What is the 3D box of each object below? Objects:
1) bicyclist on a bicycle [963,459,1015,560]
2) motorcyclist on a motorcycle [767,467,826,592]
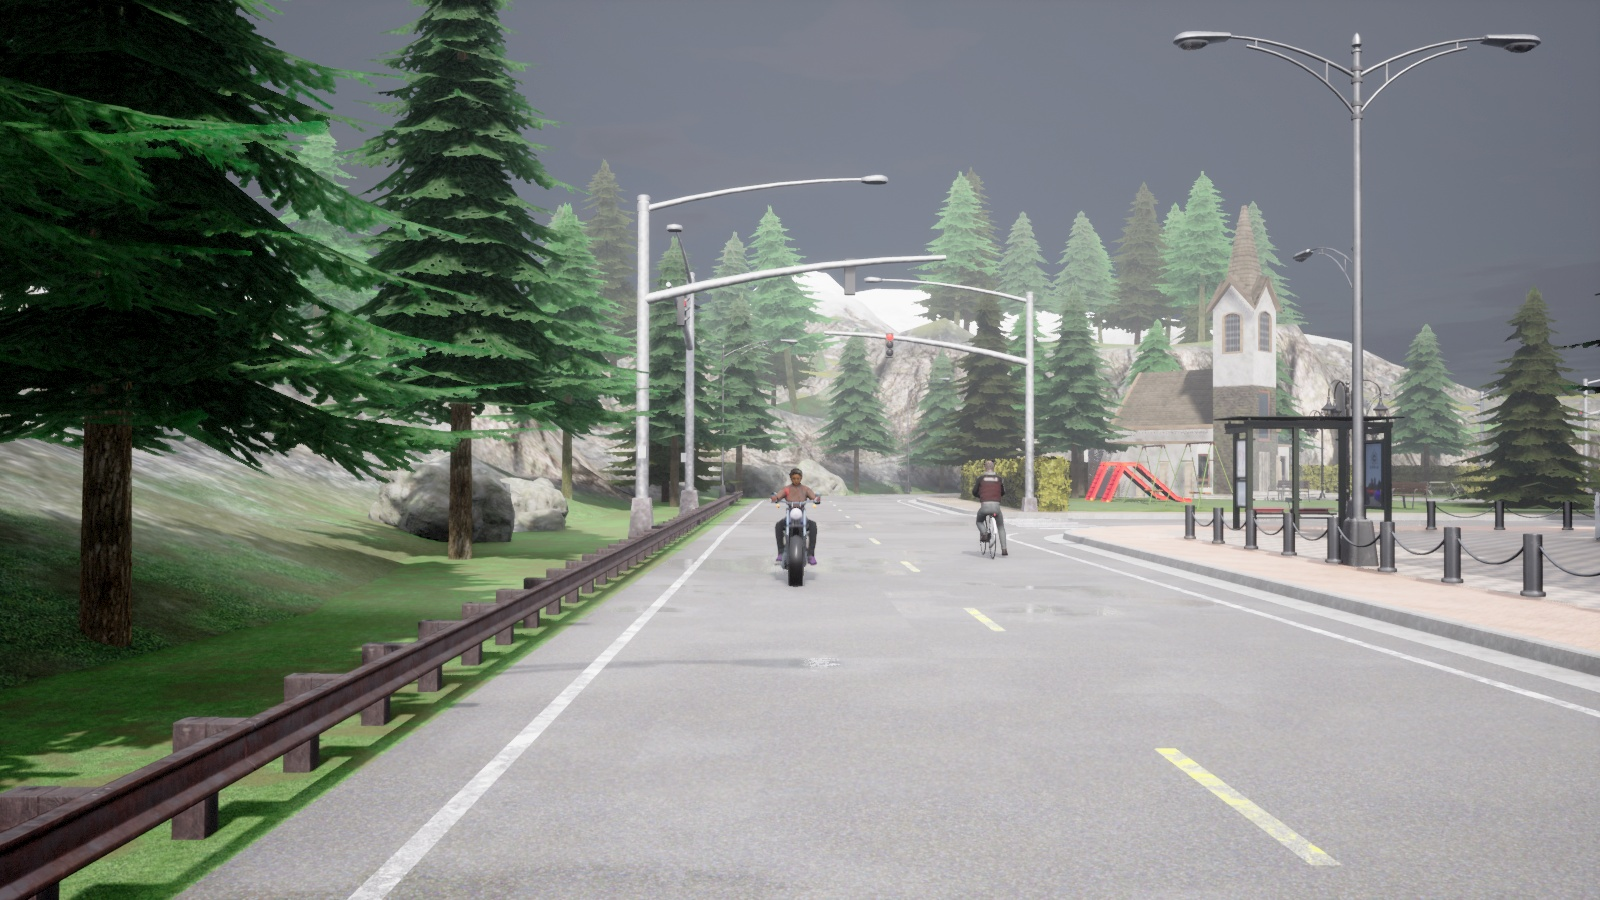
[{"bbox_3d":[3.438,1.056,22.945,0.659,1.776,1.843,0,-1,0],"label":"bicyclist on a bicycle"},{"bbox_3d":[-0.048,1.062,17.691,0.766,1.649,2.350,0,-1,0],"label":"motorcyclist on a motorcycle"}]
